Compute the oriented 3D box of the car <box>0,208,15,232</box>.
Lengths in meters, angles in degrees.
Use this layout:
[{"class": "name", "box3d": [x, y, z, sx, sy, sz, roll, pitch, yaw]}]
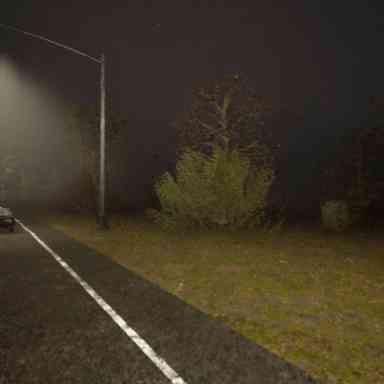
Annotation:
[{"class": "car", "box3d": [-11.243, 1.517, 18.853, 1.895, 1.301, 4.718, 0, 0, -32]}]
